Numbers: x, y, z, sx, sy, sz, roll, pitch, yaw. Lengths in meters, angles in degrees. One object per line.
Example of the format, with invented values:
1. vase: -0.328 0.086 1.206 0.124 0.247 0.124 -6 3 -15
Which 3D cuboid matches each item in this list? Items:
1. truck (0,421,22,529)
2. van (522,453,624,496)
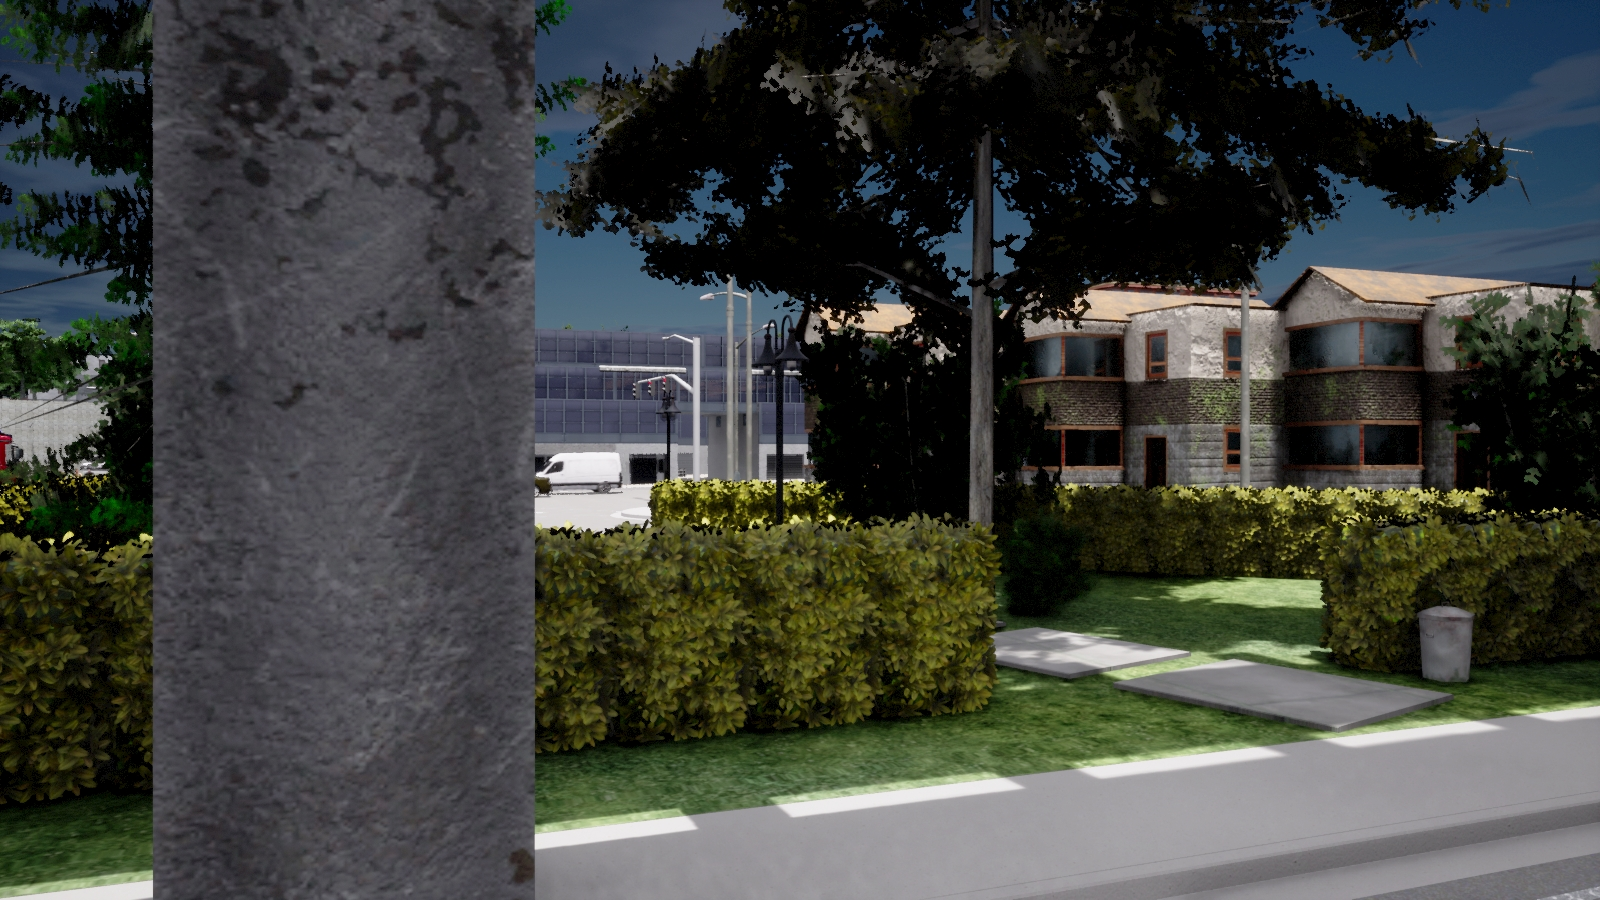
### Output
1. truck: -29.297 0.891 38.790 2.891 3.827 8.468 0 0 -21
2. van: -14.034 1.465 70.581 5.915 2.561 1.988 0 0 -22
